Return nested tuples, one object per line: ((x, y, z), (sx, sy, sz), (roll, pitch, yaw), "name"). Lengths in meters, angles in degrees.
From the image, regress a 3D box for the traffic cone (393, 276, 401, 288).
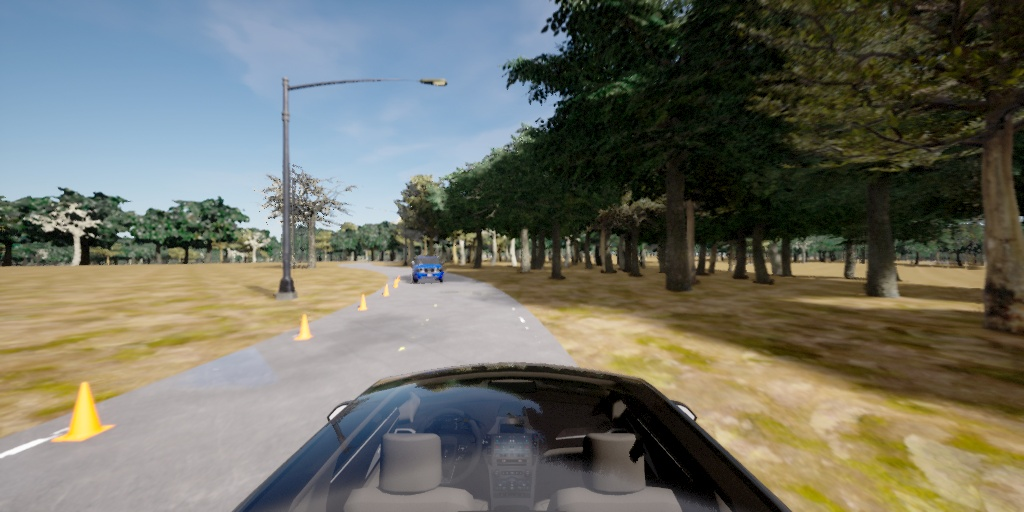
((-7.546, 1.746, 23.337), (0.340, 0.580, 0.340), (0, 0, -14), "traffic cone")

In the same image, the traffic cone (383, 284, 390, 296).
((-6.509, 1.751, 18.590), (0.340, 0.580, 0.340), (0, 0, -11), "traffic cone")

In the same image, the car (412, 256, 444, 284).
((-6.577, 0.998, 27.935), (2.150, 2.045, 5.566), (0, 0, -16), "car")

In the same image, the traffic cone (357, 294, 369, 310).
((-5.721, 1.751, 13.795), (0.340, 0.580, 0.340), (0, 0, -8), "traffic cone")

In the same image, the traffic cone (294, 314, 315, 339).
((-5.184, 1.749, 8.966), (0.340, 0.580, 0.340), (0, 0, -5), "traffic cone")

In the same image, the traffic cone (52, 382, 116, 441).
((-4.900, 1.743, 4.115), (0.340, 0.580, 0.340), (0, 0, -2), "traffic cone")
